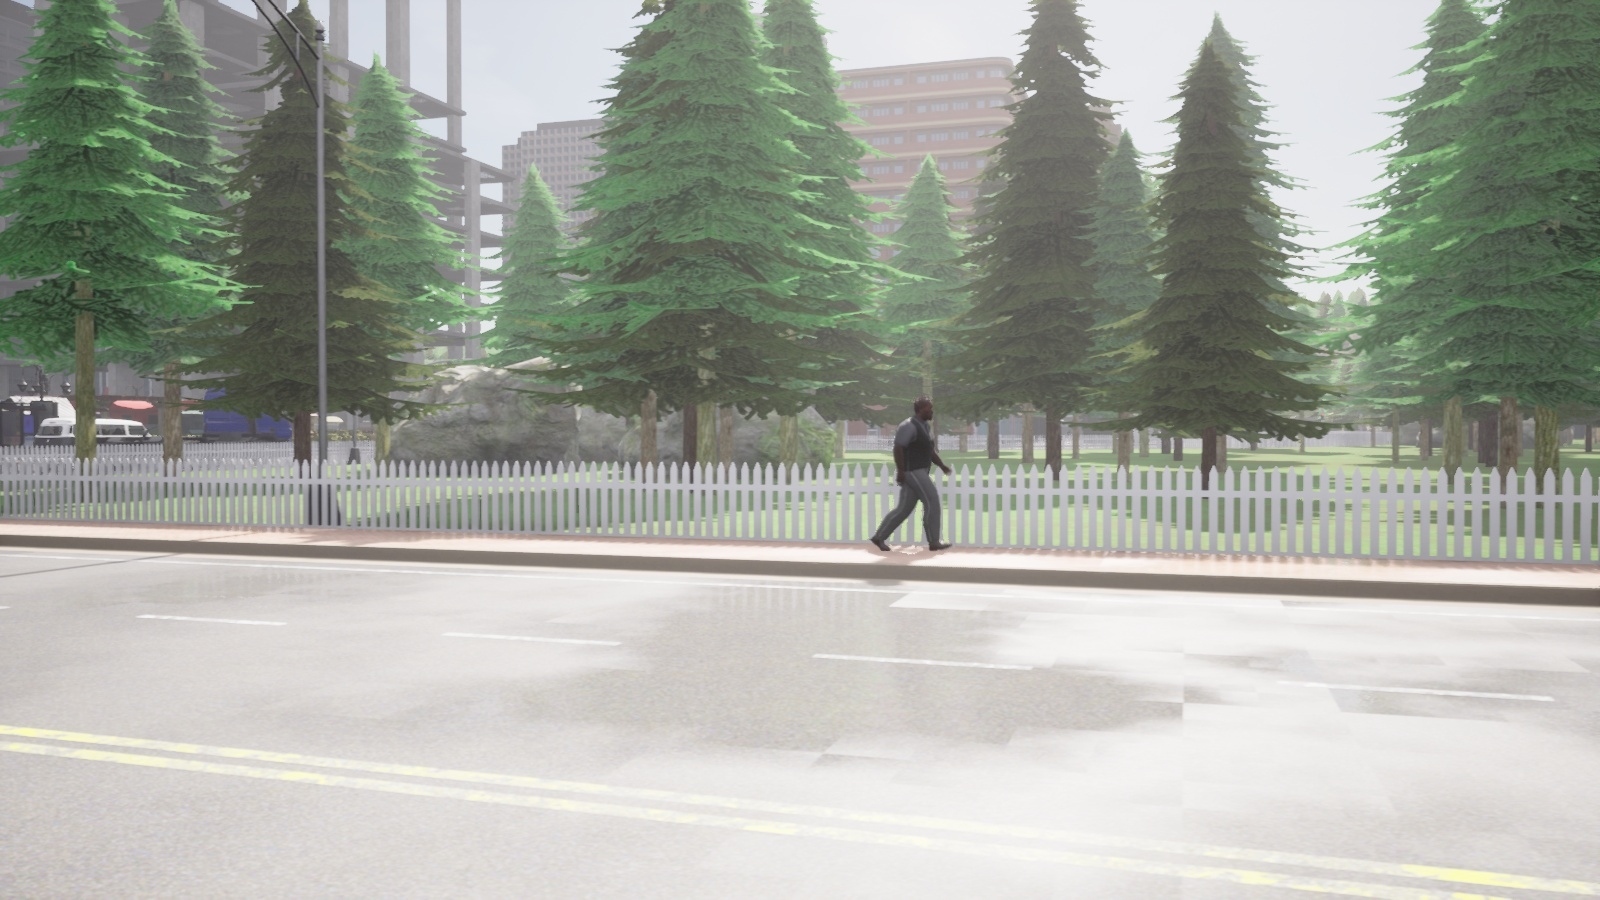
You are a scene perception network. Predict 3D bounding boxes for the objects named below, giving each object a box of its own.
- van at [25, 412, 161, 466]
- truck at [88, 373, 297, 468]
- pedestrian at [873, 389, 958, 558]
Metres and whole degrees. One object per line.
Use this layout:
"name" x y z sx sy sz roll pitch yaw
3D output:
"van" -27.795 -0.444 49.566 2.069 2.038 4.480 1 1 17
"truck" -23.959 -1.135 50.101 2.891 3.462 7.936 1 1 17
"pedestrian" 1.323 0.251 14.390 0.849 1.883 0.563 1 1 19
